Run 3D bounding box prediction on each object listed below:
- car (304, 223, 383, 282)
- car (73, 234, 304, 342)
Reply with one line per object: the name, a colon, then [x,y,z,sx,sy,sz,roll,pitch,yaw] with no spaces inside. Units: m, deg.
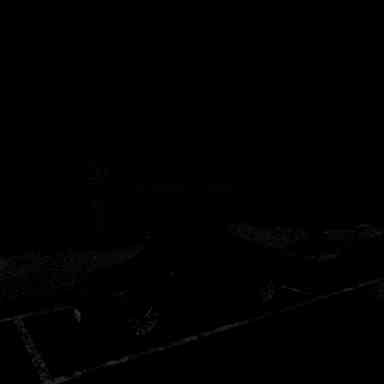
car: [4.445,1.581,9.702,4.206,1.307,1.802,0,0,-35]
car: [-0.036,1.566,6.510,4.313,1.339,1.947,0,0,-35]
